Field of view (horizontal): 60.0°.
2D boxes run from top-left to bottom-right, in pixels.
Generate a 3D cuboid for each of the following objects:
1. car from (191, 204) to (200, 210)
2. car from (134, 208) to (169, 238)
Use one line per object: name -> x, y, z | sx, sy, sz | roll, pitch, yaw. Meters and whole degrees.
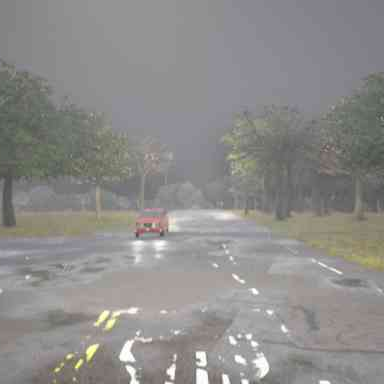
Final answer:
car -> 0.867, 4.343, 95.490 | 2.097, 1.767, 4.553 | -1, -2, 9
car -> -3.110, 2.366, 26.676 | 2.150, 2.045, 5.566 | -1, 0, 2
